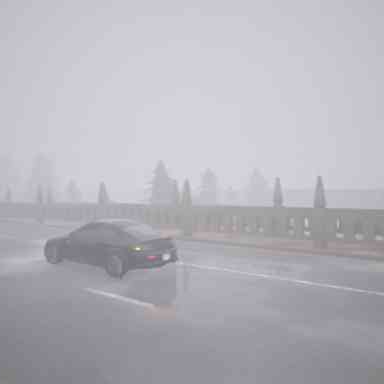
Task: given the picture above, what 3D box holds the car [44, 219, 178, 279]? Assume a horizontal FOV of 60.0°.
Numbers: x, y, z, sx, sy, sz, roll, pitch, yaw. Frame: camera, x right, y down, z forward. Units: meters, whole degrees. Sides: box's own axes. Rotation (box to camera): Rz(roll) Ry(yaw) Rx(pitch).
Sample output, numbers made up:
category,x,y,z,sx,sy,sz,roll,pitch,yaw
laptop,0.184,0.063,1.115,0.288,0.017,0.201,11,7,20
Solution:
category,x,y,z,sx,sy,sz,roll,pitch,yaw
car,-2.551,1.547,10.113,4.674,1.442,1.812,0,0,36
